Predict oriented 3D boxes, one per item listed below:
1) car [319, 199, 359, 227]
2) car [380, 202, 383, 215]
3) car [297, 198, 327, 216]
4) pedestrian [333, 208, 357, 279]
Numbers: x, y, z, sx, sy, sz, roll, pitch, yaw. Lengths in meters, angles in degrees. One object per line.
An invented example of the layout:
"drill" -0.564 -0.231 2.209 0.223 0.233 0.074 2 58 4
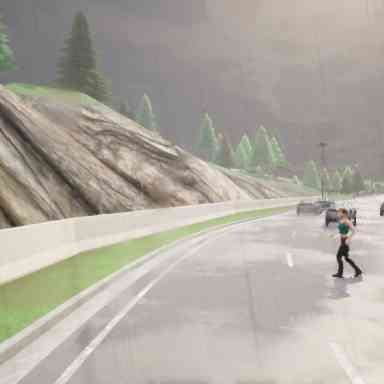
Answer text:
"car" 10.290 1.492 22.832 2.128 1.511 4.902 0 0 27
"car" 19.986 1.601 33.413 1.895 1.301 4.718 0 0 29
"car" 11.645 1.492 32.830 2.128 1.511 4.902 0 0 29
"pedestrian" 3.950 1.294 8.598 0.375 1.860 0.375 0 0 12
